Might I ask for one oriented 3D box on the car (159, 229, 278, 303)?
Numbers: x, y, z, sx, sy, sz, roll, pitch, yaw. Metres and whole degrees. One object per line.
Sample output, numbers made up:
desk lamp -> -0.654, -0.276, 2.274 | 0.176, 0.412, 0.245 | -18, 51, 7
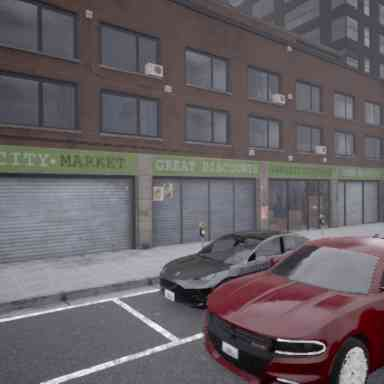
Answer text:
car -> 1.346, 1.564, 7.511 | 4.313, 1.339, 1.947 | 0, -1, -36

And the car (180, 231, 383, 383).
car -> 2.451, 1.475, 5.138 | 5.008, 1.535, 1.882 | 0, 0, -36
